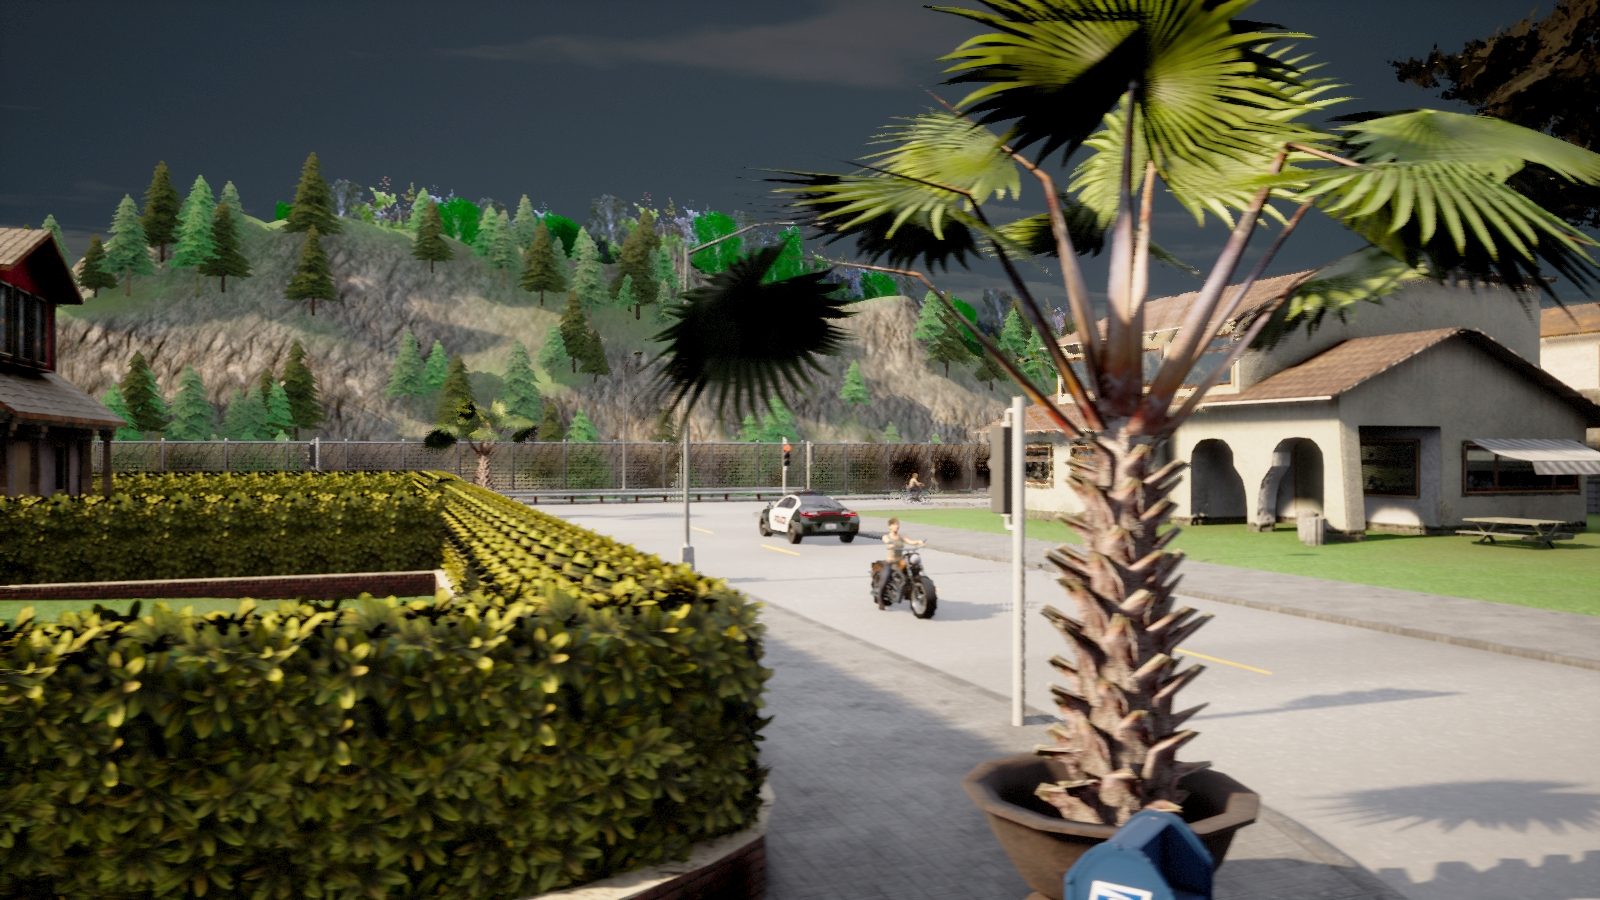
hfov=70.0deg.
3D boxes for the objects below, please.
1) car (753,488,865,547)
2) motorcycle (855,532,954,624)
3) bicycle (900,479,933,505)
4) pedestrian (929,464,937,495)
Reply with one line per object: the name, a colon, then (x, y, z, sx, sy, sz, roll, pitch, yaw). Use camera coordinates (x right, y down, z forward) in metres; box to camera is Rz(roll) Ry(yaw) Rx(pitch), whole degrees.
car: (0.181, 2.038, 35.731, 2.038, 1.542, 4.974, 0, 0, -18)
motorcycle: (1.760, 2.155, 19.700, 0.764, 1.307, 2.356, 0, 0, -20)
bicycle: (5.990, 2.158, 58.702, 1.487, 1.276, 0.859, 0, 0, -20)
pedestrian: (7.980, 1.745, 68.497, 0.375, 1.860, 0.375, 0, 0, -19)
